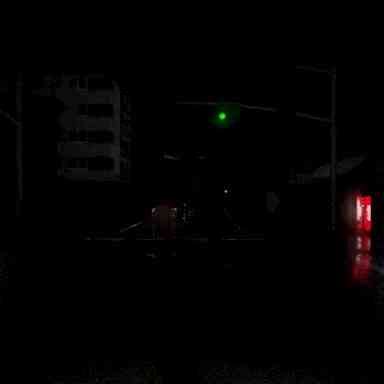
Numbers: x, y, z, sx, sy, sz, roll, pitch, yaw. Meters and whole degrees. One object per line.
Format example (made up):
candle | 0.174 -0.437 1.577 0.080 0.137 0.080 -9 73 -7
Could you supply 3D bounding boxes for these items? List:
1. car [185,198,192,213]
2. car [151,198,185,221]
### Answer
car | -1.485 1.422 37.281 2.097 1.767 4.553 0 0 3
car | -2.025 1.404 27.344 2.097 1.767 4.553 0 0 3
